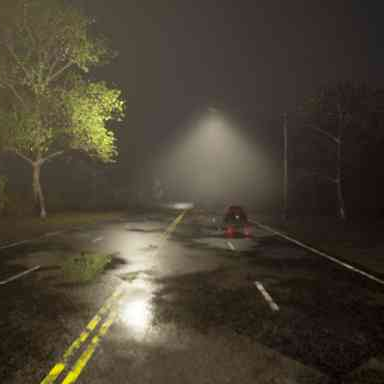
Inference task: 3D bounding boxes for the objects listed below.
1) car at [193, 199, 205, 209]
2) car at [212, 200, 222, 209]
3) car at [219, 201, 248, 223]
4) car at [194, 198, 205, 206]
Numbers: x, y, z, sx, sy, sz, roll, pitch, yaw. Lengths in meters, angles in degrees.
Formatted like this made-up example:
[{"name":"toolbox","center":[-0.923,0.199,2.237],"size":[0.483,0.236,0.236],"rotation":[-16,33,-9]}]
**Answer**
[{"name":"car","center":[1.104,2.011,54.036],"size":[1.895,1.301,4.718],"rotation":[-1,-1,1]},{"name":"car","center":[4.230,1.979,53.569],"size":[1.994,1.385,4.181],"rotation":[0,-1,2]},{"name":"car","center":[3.590,1.775,28.228],"size":[1.812,1.442,4.674],"rotation":[0,0,2]},{"name":"car","center":[1.575,2.053,69.084],"size":[2.033,1.411,5.357],"rotation":[0,0,3]}]
